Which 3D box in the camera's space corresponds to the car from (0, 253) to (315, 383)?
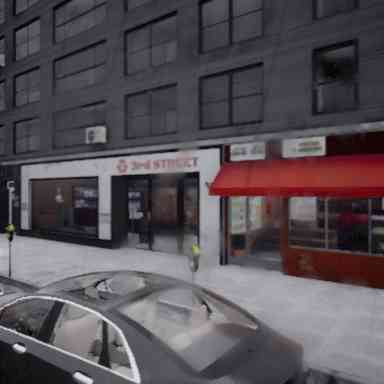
[{"bbox_3d":[-1.029,1.552,3.543,4.403,1.369,2.008,0,0,36],"label":"car"}]
